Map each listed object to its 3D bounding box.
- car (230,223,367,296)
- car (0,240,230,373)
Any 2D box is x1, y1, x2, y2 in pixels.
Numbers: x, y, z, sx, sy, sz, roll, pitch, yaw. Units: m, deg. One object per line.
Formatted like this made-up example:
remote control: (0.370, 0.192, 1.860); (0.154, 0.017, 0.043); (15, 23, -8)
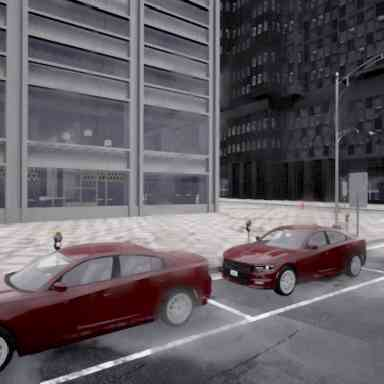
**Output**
car: (2.754, 1.544, 8.642); (4.507, 1.381, 1.887); (0, 0, -36)
car: (-1.739, 1.545, 5.426); (4.507, 1.381, 1.887); (0, 0, -36)
